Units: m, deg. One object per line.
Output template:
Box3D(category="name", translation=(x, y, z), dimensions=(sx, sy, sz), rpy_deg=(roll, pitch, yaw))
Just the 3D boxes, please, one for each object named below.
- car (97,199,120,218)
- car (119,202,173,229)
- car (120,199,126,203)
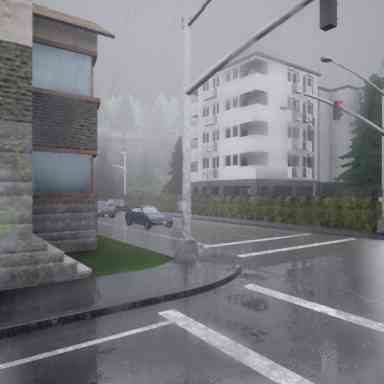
Box3D(category="car", translation=(-8.910, 1.528, 31.450), dimensions=(2.097, 1.767, 4.553), rpy_deg=(0, 0, -35))
Box3D(category="car", translation=(-3.128, 1.702, 23.316), dimensions=(1.812, 1.442, 4.674), rpy_deg=(0, 0, -36))
Box3D(category="car", translation=(-8.777, 1.528, 37.599), dimensions=(2.097, 1.767, 4.553), rpy_deg=(0, 0, -35))
